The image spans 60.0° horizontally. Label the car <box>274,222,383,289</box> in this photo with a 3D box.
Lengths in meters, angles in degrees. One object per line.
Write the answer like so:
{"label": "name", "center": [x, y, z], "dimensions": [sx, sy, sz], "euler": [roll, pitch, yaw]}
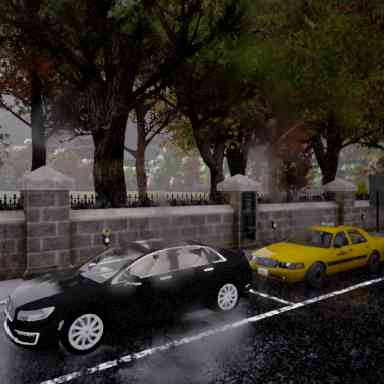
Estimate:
{"label": "car", "center": [3.607, 1.526, 9.148], "dimensions": [4.829, 1.417, 1.752], "euler": [0, 0, -36]}

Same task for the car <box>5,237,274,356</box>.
{"label": "car", "center": [-0.834, 1.551, 5.970], "dimensions": [4.403, 1.369, 2.008], "euler": [0, 0, -36]}
